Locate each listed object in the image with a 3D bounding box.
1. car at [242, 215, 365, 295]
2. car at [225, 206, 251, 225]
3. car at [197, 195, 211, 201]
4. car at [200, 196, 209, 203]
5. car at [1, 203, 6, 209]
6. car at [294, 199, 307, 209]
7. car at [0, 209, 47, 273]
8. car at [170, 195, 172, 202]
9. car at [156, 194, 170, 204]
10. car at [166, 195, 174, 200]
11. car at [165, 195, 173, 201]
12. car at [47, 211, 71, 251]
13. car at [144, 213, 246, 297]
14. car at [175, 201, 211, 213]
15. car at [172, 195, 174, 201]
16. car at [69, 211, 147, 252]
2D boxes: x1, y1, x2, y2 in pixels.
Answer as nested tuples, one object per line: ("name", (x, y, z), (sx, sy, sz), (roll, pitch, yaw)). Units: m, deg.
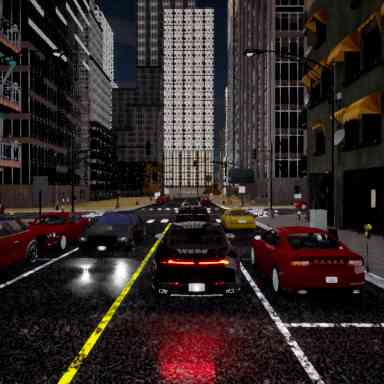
("car", (2.666, 1.543, 8.589), (1.887, 1.381, 4.507), (-1, 0, 0))
("car", (2.644, 1.522, 19.805), (1.752, 1.417, 4.829), (-1, 0, 0))
("car", (2.561, 1.435, 63.161), (1.967, 1.590, 4.097), (-1, 0, 0))
("car", (2.551, 1.520, 68.891), (1.752, 1.417, 4.829), (-1, 0, 0))
("car", (-23.921, 1.744, 38.386), (4.097, 1.590, 1.967), (-1, 1, -1))
("car", (14.178, 1.254, 38.782), (4.507, 1.381, 1.887), (-1, 1, -1))
("car", (-5.716, 1.439, 8.586), (1.967, 1.590, 4.097), (-1, 0, 0))
("car", (-5.831, 1.310, 68.707), (2.192, 1.841, 5.009), (-1, 0, 0))
("car", (-5.818, 1.540, 63.147), (1.887, 1.381, 4.507), (-1, 0, 0))
("car", (-5.871, 1.541, 90.944), (1.887, 1.381, 4.507), (-1, 0, 0))
("car", (-5.861, 1.521, 85.215), (1.752, 1.417, 4.829), (-1, 0, 0))
("car", (-5.725, 1.542, 14.110), (1.887, 1.381, 4.507), (-1, 0, 0))
("car", (0.082, 1.503, 8.518), (1.837, 1.490, 4.892), (0, 0, 0))
("car", (0.061, 1.475, 18.791), (1.882, 1.535, 5.008), (0, 0, 0))
("car", (-5.842, 1.311, 74.266), (2.192, 1.841, 5.009), (-1, 0, 0))
("car", (-3.093, 1.545, 14.078), (2.033, 1.411, 5.357), (0, 0, 0))
